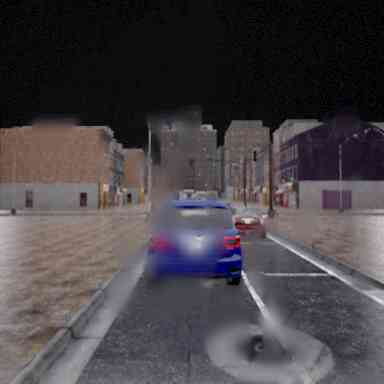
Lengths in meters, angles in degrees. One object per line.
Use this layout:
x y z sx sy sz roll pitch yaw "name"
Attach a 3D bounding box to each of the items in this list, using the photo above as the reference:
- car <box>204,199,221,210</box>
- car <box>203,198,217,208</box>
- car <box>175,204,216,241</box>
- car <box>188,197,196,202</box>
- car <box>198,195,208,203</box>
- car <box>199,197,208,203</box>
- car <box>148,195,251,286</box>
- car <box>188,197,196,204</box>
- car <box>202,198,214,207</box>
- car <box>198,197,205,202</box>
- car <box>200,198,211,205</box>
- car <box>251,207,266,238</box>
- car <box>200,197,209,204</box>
2.660 1.658 44.507 1.947 1.339 4.313 1 0 0 "car"
2.660 1.689 49.944 1.947 1.339 4.313 1 0 0 "car"
0.099 1.489 17.943 1.882 1.535 5.008 0 0 -1 "car"
0.008 1.845 85.066 1.895 1.301 4.718 0 -1 0 "car"
2.666 1.707 82.571 2.192 1.841 5.009 1 -1 0 "car"
2.662 1.866 77.301 1.752 1.417 4.829 1 -1 0 "car"
0.048 1.224 9.516 2.150 2.045 5.566 0 0 -1 "car"
0.007 1.807 74.608 1.837 1.490 4.892 0 -1 0 "car"
2.662 1.684 55.550 1.752 1.417 4.829 1 0 0 "car"
2.661 2.090 93.444 1.802 1.307 4.206 1 -1 0 "car"
2.660 1.808 66.256 1.947 1.339 4.313 1 -1 0 "car"
2.664 1.452 17.760 1.967 1.590 4.097 2 0 0 "car"
2.662 1.816 71.863 1.752 1.417 4.829 1 -1 0 "car"
